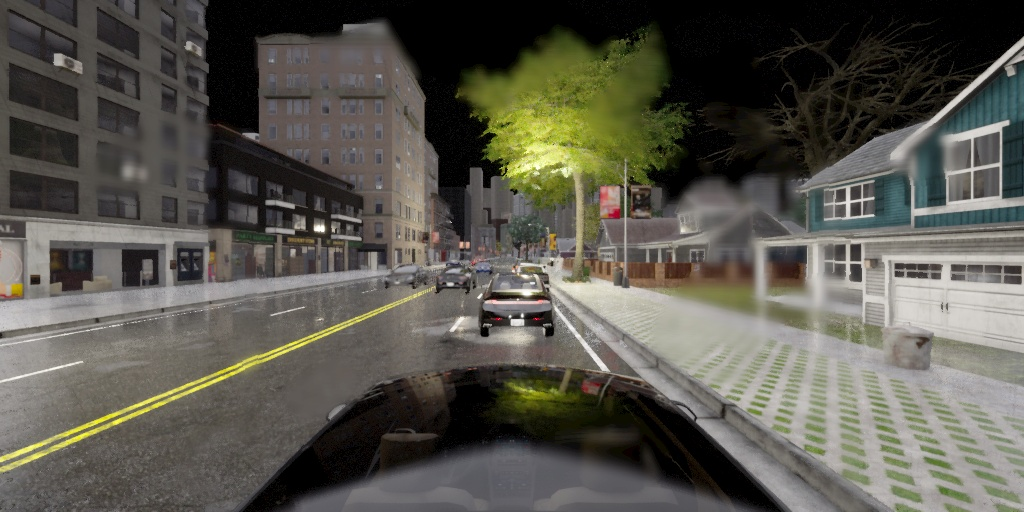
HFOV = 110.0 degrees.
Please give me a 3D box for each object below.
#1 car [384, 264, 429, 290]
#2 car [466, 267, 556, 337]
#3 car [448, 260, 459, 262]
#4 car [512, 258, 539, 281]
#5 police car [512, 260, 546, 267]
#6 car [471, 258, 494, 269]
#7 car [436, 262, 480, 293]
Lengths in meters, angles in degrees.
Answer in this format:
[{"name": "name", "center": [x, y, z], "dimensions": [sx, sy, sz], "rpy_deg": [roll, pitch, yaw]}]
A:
[{"name": "car", "center": [-6.543, 1.263, 22.755], "dimensions": [1.812, 1.442, 4.674], "rpy_deg": [0, 0, 0]}, {"name": "car", "center": [0.121, 1.239, 10.270], "dimensions": [2.128, 1.511, 4.902], "rpy_deg": [0, 0, 0]}, {"name": "car", "center": [-9.672, 1.304, 58.541], "dimensions": [1.895, 1.301, 4.718], "rpy_deg": [0, 0, 1]}, {"name": "car", "center": [1.051, 1.082, 30.380], "dimensions": [2.097, 1.767, 4.553], "rpy_deg": [0, 0, 0]}, {"name": "police car", "center": [1.025, 1.165, 20.520], "dimensions": [1.930, 1.638, 5.238], "rpy_deg": [0, 0, 0]}, {"name": "car", "center": [-3.047, 1.269, 39.868], "dimensions": [2.033, 1.411, 5.357], "rpy_deg": [0, 0, 0]}, {"name": "car", "center": [-3.100, 1.265, 20.402], "dimensions": [1.812, 1.442, 4.674], "rpy_deg": [0, 0, 0]}]
